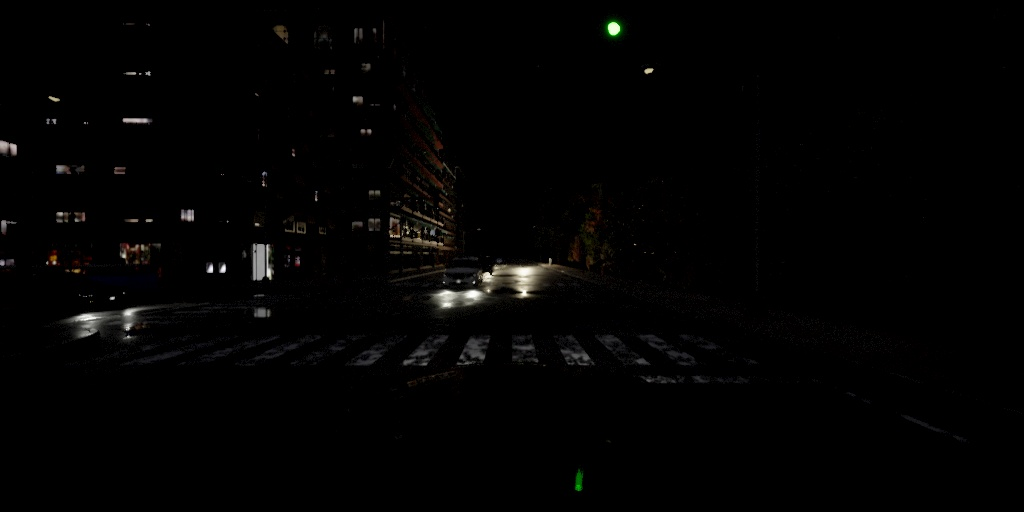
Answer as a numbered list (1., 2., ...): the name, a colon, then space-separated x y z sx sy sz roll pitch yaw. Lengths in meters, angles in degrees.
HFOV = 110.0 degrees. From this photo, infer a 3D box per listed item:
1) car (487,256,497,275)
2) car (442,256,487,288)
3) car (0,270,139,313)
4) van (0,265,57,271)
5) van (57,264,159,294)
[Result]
1. car: -3.155 1.072 39.601 2.150 2.045 5.566 0 1 0
2. car: -3.196 1.093 24.247 2.150 2.045 5.566 0 1 0
3. car: -18.787 1.479 14.699 4.892 1.490 1.837 0 0 0
4. van: -28.275 1.418 20.365 3.998 1.789 1.690 0 0 -1
5. van: -22.673 1.344 20.427 3.998 1.789 1.690 0 0 -1
